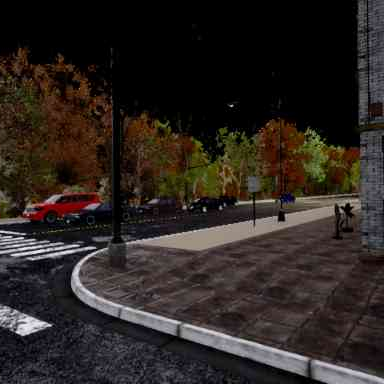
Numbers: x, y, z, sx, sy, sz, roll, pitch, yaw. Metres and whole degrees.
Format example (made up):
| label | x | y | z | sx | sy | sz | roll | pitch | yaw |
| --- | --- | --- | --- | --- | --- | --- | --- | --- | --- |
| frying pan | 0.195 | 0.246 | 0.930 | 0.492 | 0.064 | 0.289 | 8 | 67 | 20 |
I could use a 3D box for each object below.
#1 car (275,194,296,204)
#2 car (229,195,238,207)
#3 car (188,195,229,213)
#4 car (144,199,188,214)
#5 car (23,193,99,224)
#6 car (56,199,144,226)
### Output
| label | x | y | z | sx | sy | sz | roll | pitch | yaw |
| --- | --- | --- | --- | --- | --- | --- | --- | --- | --- |
| car | 14.145 | 1.058 | 50.097 | 1.812 | 1.442 | 4.674 | -1 | 0 | 36 |
| car | 4.093 | 1.181 | 42.054 | 1.837 | 1.490 | 4.892 | -1 | 0 | 36 |
| car | 1.336 | 1.229 | 32.835 | 1.837 | 1.490 | 4.892 | -1 | 0 | 36 |
| car | -3.069 | 1.348 | 32.323 | 2.033 | 1.411 | 5.357 | -1 | 0 | 37 |
| car | -9.146 | 1.127 | 24.066 | 2.150 | 2.045 | 5.566 | -1 | 0 | 36 |
| car | -6.104 | 1.402 | 22.711 | 2.033 | 1.411 | 5.357 | -1 | 0 | 36 |
